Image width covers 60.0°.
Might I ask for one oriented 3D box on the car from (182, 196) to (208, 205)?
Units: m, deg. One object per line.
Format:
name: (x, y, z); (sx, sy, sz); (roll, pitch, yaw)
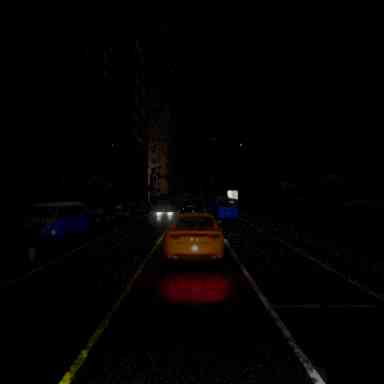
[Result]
car: (0.102, 1.474, 31.787); (2.128, 1.511, 4.902); (0, 0, 0)

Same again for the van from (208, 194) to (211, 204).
van: (2.681, 1.324, 31.798); (1.690, 1.788, 3.998); (0, 0, 0)

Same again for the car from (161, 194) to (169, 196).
car: (-5.836, 1.505, 60.079); (1.947, 1.339, 4.313); (0, 0, 0)

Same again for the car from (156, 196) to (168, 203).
car: (-5.834, 1.471, 65.739); (1.887, 1.381, 4.507); (0, 0, 0)

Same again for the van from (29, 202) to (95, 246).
van: (-5.850, 1.337, 14.795); (1.690, 1.788, 3.998); (0, 0, 0)

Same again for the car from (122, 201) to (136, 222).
car: (-5.847, 1.571, 26.116); (1.802, 1.307, 4.206); (0, 0, 0)

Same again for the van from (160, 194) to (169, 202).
van: (-5.831, 1.254, 71.398); (1.690, 1.788, 3.998); (0, 0, 0)

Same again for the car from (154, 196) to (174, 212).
car: (-3.086, 1.523, 38.784); (2.033, 1.411, 5.357); (0, 0, 0)

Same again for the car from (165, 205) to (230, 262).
car: (0.088, 1.475, 12.168); (1.882, 1.535, 5.008); (0, 0, 0)

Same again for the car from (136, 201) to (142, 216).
car: (-5.846, 1.528, 31.776); (1.887, 1.381, 4.507); (0, 0, 0)

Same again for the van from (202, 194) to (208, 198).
van: (2.690, 1.279, 60.087); (1.690, 1.788, 3.998); (0, 0, 0)

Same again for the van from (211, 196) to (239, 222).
van: (2.678, 1.329, 26.140); (1.690, 1.788, 3.998); (0, 0, 0)

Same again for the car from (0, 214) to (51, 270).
car: (-5.853, 1.543, 9.134); (1.887, 1.381, 4.507); (0, 0, 0)

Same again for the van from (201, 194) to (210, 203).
van: (2.692, 1.267, 65.745); (1.690, 1.788, 3.998); (0, 0, 0)

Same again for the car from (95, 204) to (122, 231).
car: (-5.849, 1.575, 20.455); (1.802, 1.307, 4.206); (0, 0, 0)
